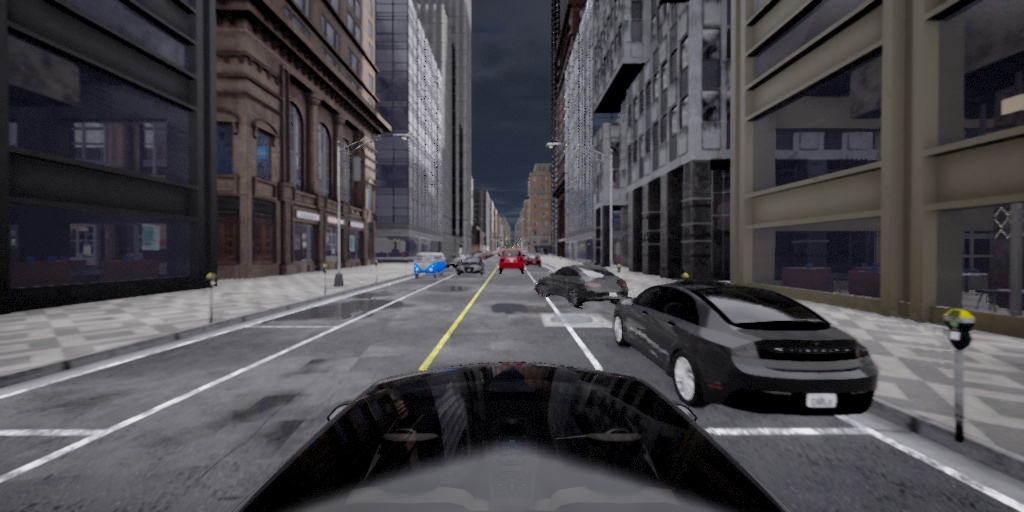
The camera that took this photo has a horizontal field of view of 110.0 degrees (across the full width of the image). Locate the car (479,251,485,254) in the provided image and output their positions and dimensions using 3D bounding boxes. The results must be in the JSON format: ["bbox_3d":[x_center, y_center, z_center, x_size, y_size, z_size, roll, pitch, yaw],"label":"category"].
[{"bbox_3d":[-6.063,0.228,59.786,1.948,1.339,4.313,0,0,0],"label":"car"}]

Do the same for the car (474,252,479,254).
[{"bbox_3d":[-6.023,0.422,48.539,2.007,1.370,4.403,0,0,0],"label":"car"}]

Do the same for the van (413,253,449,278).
[{"bbox_3d":[-5.943,0.634,26.045,1.690,1.789,3.998,0,0,0],"label":"van"}]

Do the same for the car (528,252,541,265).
[{"bbox_3d":[2.523,0.521,42.939,1.888,1.381,4.507,0,0,0],"label":"car"}]

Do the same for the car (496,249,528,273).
[{"bbox_3d":[-0.033,0.410,31.701,2.150,2.045,5.566,0,1,0],"label":"car"}]

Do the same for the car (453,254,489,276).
[{"bbox_3d":[-3.189,0.808,28.626,1.994,1.385,4.181,0,1,0],"label":"car"}]

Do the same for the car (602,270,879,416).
[{"bbox_3d":[3.129,1.172,6.054,1.837,1.490,4.892,0,1,0],"label":"car"}]

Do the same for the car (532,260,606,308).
[{"bbox_3d":[2.579,1.046,13.910,1.812,1.442,4.674,0,1,-18],"label":"car"}]

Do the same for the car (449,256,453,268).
[{"bbox_3d":[-5.983,0.648,37.292,1.948,1.339,4.313,0,0,0],"label":"car"}]
